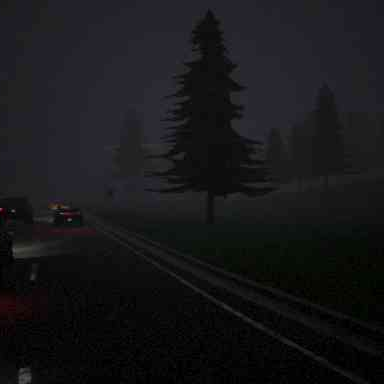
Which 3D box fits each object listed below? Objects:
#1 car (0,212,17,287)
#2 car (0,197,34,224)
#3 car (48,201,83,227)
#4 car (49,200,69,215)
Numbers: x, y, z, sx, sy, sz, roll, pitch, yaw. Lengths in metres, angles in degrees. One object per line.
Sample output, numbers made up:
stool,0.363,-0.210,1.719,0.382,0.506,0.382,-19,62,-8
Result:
car,-6.094,1.567,9.133,1.882,1.535,5.008,-1,0,-25
car,-13.761,1.439,26.095,2.150,2.045,5.566,-1,0,-24
car,-9.060,1.650,24.165,2.128,1.511,4.902,-1,0,-24
car,-15.360,1.743,38.247,1.882,1.535,5.008,-1,0,-24
